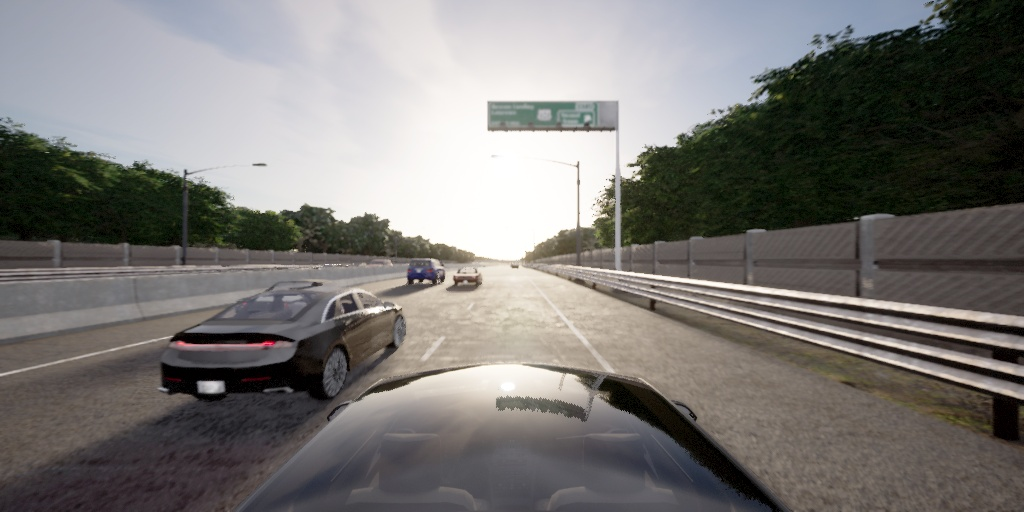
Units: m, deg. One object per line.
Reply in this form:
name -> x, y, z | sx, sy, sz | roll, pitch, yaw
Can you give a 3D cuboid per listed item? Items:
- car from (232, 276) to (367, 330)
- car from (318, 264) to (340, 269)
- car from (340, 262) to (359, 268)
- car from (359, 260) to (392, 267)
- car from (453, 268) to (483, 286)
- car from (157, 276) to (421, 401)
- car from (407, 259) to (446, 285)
car -> -6.904, 1.453, 12.420 | 1.895, 1.301, 4.718 | 0, -1, 0
car -> -24.539, 1.848, 48.624 | 2.033, 1.411, 5.357 | 0, -1, 1
car -> -21.046, 1.659, 48.926 | 2.097, 1.767, 4.553 | 0, -1, 1
car -> -17.565, 1.497, 47.255 | 2.150, 2.045, 5.566 | 0, -1, 0
car -> -3.392, 1.609, 28.319 | 1.895, 1.301, 4.718 | 0, -1, 0
car -> -3.399, 1.286, 6.481 | 2.128, 1.511, 4.902 | 0, 0, 0
car -> -6.892, 1.241, 29.223 | 2.150, 2.045, 5.566 | 0, 0, 0
